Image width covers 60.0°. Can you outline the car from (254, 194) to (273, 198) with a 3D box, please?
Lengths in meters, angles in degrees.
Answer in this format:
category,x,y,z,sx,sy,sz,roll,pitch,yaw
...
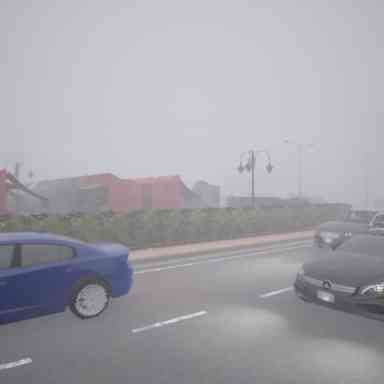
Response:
category,x,y,z,sx,sy,sz,roll,pitch,yaw
car,14.242,1.459,64.553,1.970,1.475,3.806,0,0,-36

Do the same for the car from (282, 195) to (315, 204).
category,x,y,z,sx,sy,sz,roll,pitch,yaw
car,13.981,1.215,45.626,1.932,1.855,4.605,0,0,-36

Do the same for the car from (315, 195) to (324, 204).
category,x,y,z,sx,sy,sz,roll,pitch,yaw
car,16.122,1.425,47.245,1.784,1.438,3.905,0,0,-36

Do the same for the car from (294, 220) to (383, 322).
category,x,y,z,sx,sy,sz,roll,pitch,yaw
car,4.157,1.526,7.066,4.674,1.442,1.812,0,0,-36

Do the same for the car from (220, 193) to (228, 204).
category,x,y,z,sx,sy,sz,roll,pitch,yaw
car,6.153,1.222,80.269,1.905,1.878,3.866,0,0,-36

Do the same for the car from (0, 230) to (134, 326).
category,x,y,z,sx,sy,sz,roll,pitch,yaw
car,-3.480,1.478,5.781,5.008,1.535,1.882,0,0,-36

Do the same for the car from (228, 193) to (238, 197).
category,x,y,z,sx,sy,sz,roll,pitch,yaw
car,8.525,1.219,81.928,1.932,1.855,4.605,0,0,-36

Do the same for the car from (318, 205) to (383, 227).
category,x,y,z,sx,sy,sz,roll,pitch,yaw
car,6.888,1.494,13.435,4.902,1.511,2.128,0,0,-36

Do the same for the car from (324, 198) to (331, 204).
category,x,y,z,sx,sy,sz,roll,pitch,yaw
car,18.463,1.457,48.948,1.970,1.475,3.806,0,0,-36
